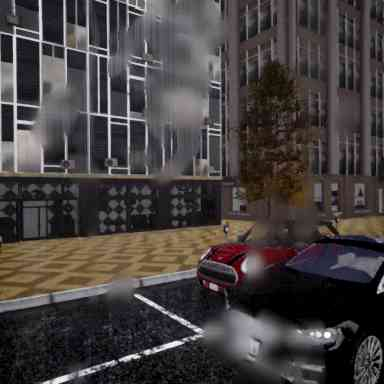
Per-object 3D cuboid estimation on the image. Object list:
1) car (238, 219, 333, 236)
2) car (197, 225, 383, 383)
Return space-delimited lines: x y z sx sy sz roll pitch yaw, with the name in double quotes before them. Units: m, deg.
"car" 2.067 1.439 8.043 4.097 1.590 1.967 0 -1 -35
"car" 2.633 1.490 5.259 4.902 1.511 2.128 0 0 -36
